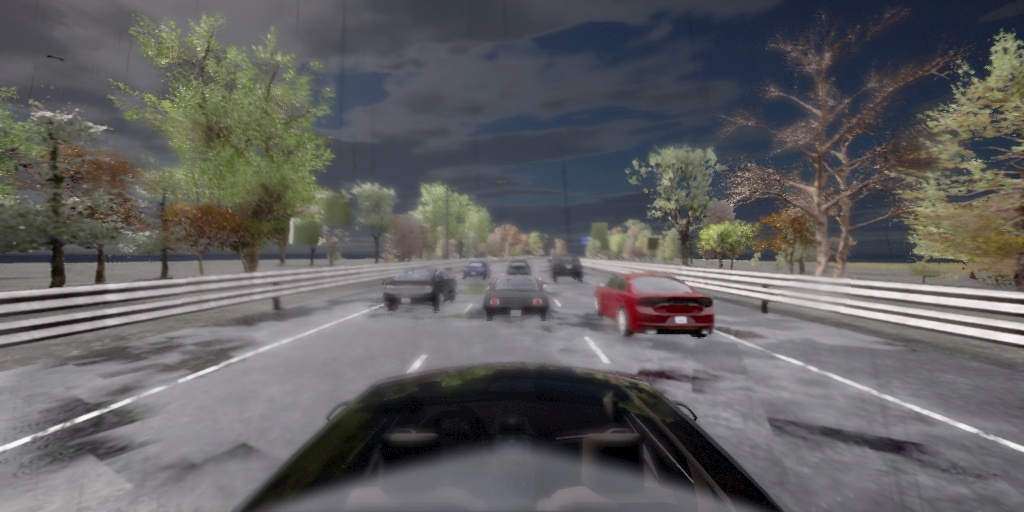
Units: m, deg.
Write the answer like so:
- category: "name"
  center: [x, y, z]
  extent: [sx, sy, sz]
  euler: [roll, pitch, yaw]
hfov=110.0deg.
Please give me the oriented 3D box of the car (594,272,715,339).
- category: "car"
  center: [3.617, 1.188, 10.041]
  extent: [1.882, 1.535, 5.008]
  euler: [0, 0, 1]

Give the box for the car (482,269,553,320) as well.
- category: "car"
  center: [0.169, 1.299, 12.280]
  extent: [1.895, 1.301, 4.718]
  euler: [0, 0, 1]

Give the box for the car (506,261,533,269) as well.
- category: "car"
  center: [0.611, 1.130, 28.691]
  extent: [1.837, 1.490, 4.892]
  euler: [0, 1, 2]

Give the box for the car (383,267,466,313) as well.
- category: "car"
  center: [-3.297, 1.182, 13.740]
  extent: [2.128, 1.511, 4.902]
  euler: [0, 0, 1]

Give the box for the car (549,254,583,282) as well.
- category: "car"
  center: [4.060, 0.854, 27.430]
  extent: [2.150, 2.045, 5.566]
  euler: [0, 1, 3]

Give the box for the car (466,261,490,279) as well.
- category: "car"
  center: [-2.856, 1.144, 29.644]
  extent: [1.812, 1.442, 4.674]
  euler: [0, 0, 2]
